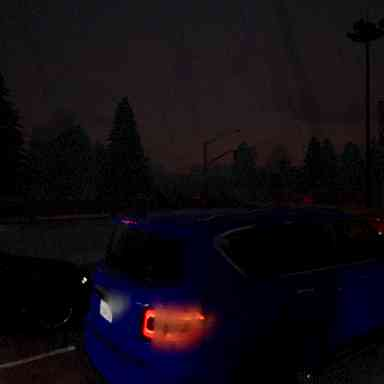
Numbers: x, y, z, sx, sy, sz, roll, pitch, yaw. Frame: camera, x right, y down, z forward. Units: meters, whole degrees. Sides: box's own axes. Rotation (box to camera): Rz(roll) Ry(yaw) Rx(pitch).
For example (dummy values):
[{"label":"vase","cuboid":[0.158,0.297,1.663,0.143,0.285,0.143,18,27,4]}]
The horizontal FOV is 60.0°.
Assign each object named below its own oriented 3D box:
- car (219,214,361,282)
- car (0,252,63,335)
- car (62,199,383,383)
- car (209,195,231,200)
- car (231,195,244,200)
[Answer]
[{"label":"car","cuboid":[3.092,1.512,10.228,4.181,1.385,1.994,-1,0,-34]},{"label":"car","cuboid":[-3.750,1.564,5.362,4.181,1.385,1.994,0,0,-36]},{"label":"car","cuboid":[1.375,1.204,4.712,5.566,2.045,2.150,-1,0,-35]},{"label":"car","cuboid":[3.150,1.377,49.132,1.895,1.301,4.718,-1,0,-36]},{"label":"car","cuboid":[6.396,1.241,50.612,2.128,1.511,4.902,-1,0,-35]}]
